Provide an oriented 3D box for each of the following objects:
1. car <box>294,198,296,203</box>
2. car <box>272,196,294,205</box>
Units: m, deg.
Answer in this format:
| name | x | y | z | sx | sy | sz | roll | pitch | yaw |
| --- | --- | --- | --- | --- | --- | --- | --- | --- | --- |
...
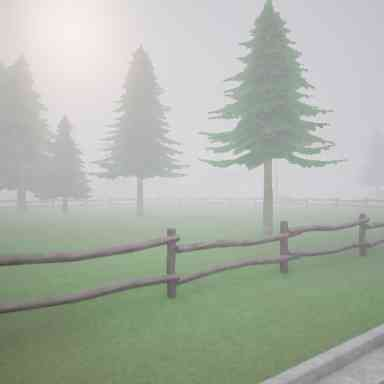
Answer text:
| name | x | y | z | sx | sy | sz | roll | pitch | yaw |
| --- | --- | --- | --- | --- | --- | --- | --- | --- | --- |
| car | 16.307 | 1.482 | 60.436 | 5.008 | 1.535 | 1.882 | 0 | 0 | 30 |
| car | 14.843 | 1.569 | 57.678 | 4.181 | 1.385 | 1.994 | 0 | 0 | 30 |
